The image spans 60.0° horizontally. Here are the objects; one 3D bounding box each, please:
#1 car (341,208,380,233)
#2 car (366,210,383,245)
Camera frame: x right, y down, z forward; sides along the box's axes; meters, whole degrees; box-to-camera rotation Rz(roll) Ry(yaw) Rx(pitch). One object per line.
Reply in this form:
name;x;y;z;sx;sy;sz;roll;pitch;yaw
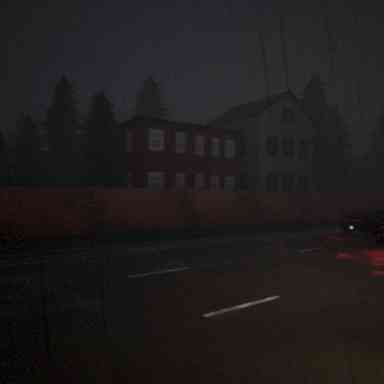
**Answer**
car;10.993;1.769;20.252;4.892;1.490;1.837;0;0;-36
car;10.386;1.721;15.507;4.892;1.490;1.837;0;0;-36
